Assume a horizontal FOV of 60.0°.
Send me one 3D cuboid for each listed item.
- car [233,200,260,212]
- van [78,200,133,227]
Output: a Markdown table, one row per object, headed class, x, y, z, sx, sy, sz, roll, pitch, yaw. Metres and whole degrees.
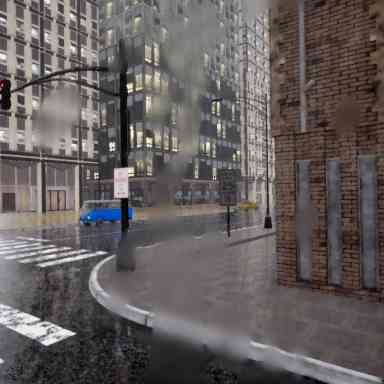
| class | x | y | z | sx | sy | sz | roll | pitch | yaw |
| --- | --- | --- | --- | --- | --- | --- | --- | --- | --- |
| car | 6.809 | 1.691 | 41.407 | 1.752 | 1.417 | 4.829 | -2 | -1 | 36 |
| van | -6.027 | 1.462 | 23.500 | 1.690 | 1.788 | 3.998 | -2 | -1 | 36 |
